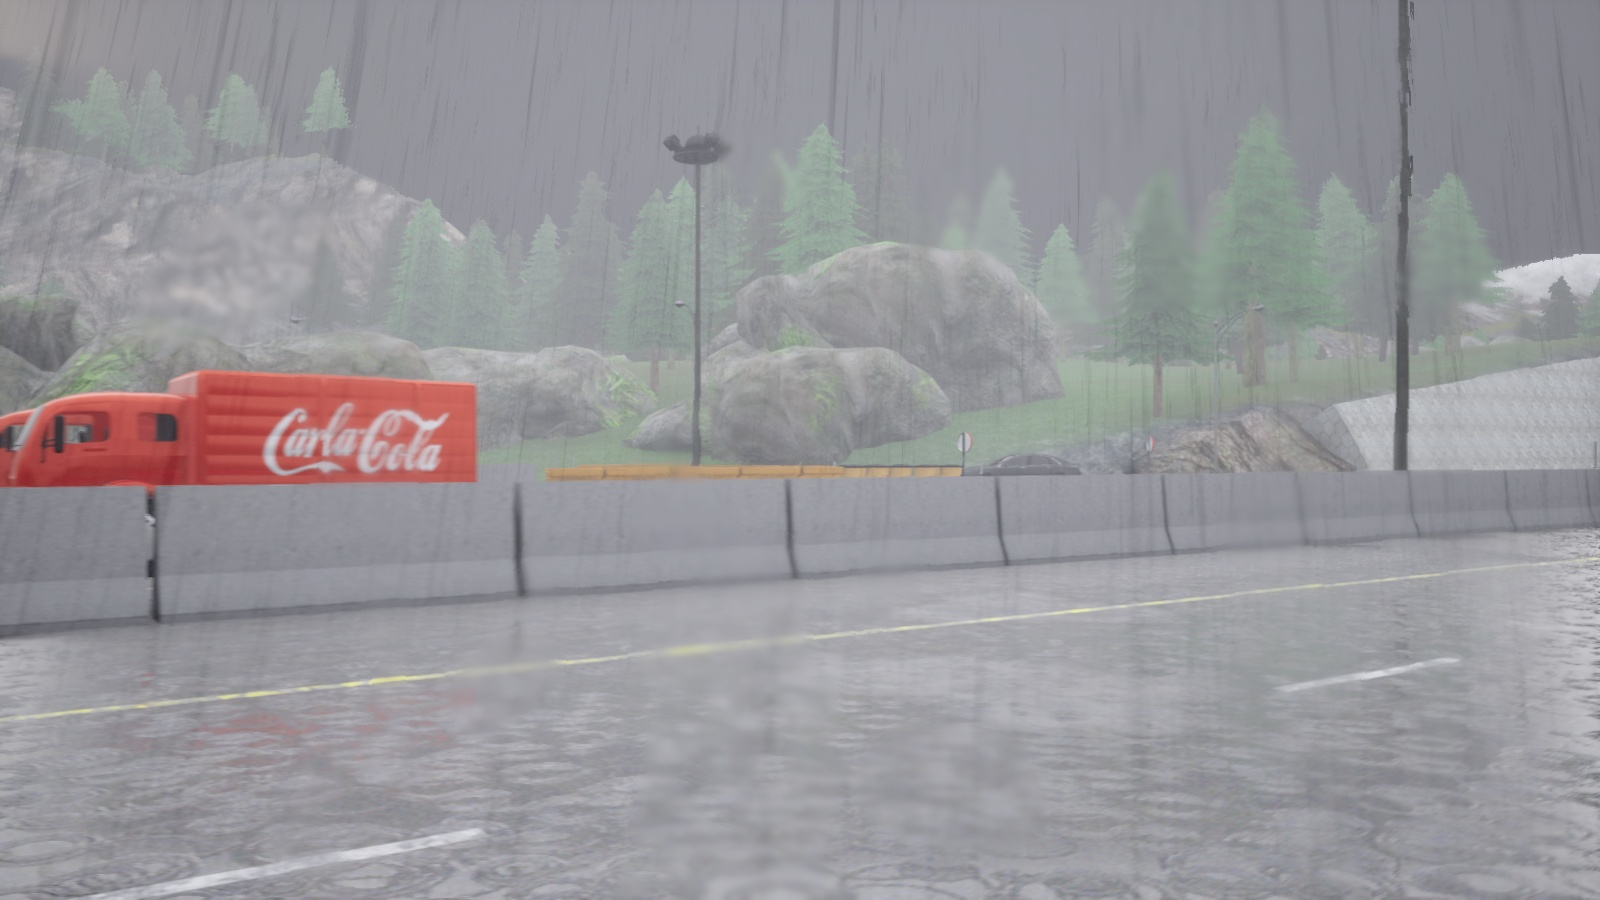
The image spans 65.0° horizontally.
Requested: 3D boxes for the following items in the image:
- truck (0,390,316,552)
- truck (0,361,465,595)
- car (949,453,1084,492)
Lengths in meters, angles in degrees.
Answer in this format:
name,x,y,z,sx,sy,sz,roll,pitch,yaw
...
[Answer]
name,x,y,z,sx,sy,sz,roll,pitch,yaw
truck,-11.293,0.339,21.386,5.204,2.467,2.627,0,0,-35
truck,-7.188,0.316,15.716,5.204,2.467,2.627,0,0,-35
car,8.401,0.852,48.973,4.892,1.490,1.837,0,0,-4
